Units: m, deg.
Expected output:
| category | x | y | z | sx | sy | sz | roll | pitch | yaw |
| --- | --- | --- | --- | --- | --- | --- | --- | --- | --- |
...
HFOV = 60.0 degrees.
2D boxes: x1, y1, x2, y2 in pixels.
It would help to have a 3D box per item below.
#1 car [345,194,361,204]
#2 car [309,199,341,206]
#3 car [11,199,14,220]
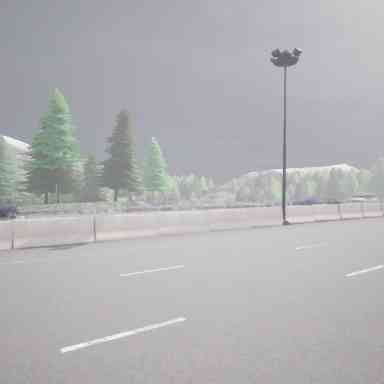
| category | x | y | z | sx | sy | sz | roll | pitch | yaw |
| --- | --- | --- | --- | --- | --- | --- | --- | --- | --- |
| car | 23.622 | 1.233 | 46.249 | 5.566 | 2.045 | 2.150 | 0 | 0 | -35 |
| car | 19.322 | 1.516 | 47.508 | 4.892 | 1.490 | 1.837 | 0 | 0 | -35 |
| car | -16.450 | 1.352 | 26.659 | 4.553 | 1.767 | 2.097 | 0 | 0 | -35 |
